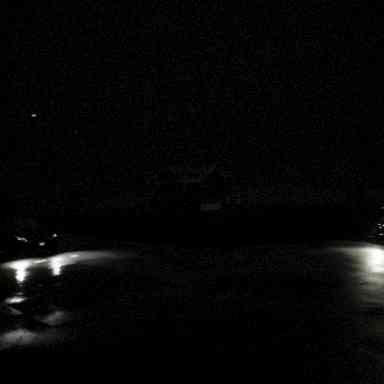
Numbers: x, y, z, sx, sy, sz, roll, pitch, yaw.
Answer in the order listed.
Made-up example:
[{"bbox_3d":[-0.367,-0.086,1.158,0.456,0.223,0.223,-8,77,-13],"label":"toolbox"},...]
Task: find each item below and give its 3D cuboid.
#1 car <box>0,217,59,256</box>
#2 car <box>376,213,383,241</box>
[{"bbox_3d":[-7.687,1.822,14.574,4.674,1.442,1.812,-2,-1,40],"label":"car"},{"bbox_3d":[9.843,1.374,15.264,1.882,1.535,5.008,1,1,38],"label":"car"}]
